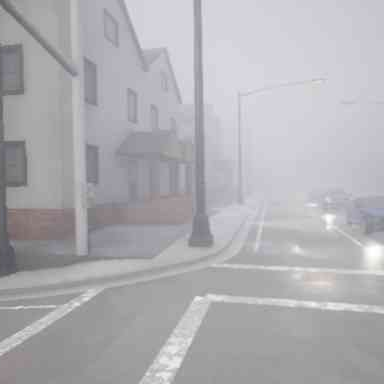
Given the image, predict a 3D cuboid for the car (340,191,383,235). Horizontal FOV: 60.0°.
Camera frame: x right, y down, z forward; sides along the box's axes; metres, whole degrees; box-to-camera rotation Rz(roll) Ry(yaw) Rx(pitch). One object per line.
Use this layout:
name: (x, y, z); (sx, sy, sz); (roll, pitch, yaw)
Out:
car: (8.355, 0.922, 15.084); (1.882, 1.535, 5.008); (0, 2, 13)

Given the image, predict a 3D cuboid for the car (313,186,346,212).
car: (10.642, 0.472, 24.764); (2.097, 1.767, 4.553); (0, 2, 13)

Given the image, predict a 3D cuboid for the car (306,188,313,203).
car: (12.997, 0.313, 34.705); (1.812, 1.442, 4.674); (0, 2, 14)
